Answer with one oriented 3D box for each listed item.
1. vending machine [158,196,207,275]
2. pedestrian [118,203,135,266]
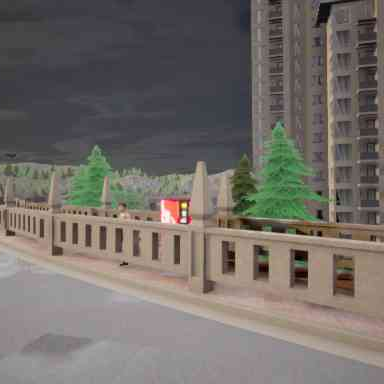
[{"bbox_3d":[-0.263,1.188,9.718,0.880,2.100,1.100,-1,0,40],"label":"vending machine"},{"bbox_3d":[-1.906,1.135,9.310,0.375,1.860,0.375,-1,-1,41],"label":"pedestrian"}]
